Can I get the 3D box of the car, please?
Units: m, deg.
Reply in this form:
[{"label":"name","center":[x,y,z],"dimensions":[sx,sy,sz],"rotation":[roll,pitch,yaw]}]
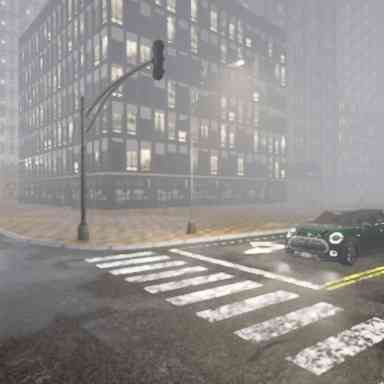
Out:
[{"label":"car","center":[5.326,1.373,11.695],"dimensions":[4.553,1.767,2.097],"rotation":[0,0,-37]}]
